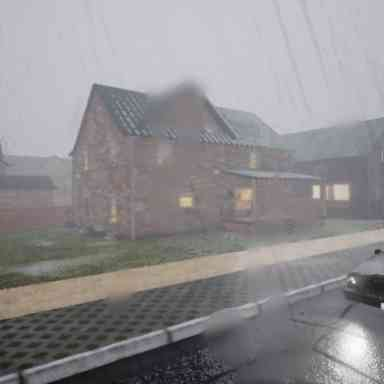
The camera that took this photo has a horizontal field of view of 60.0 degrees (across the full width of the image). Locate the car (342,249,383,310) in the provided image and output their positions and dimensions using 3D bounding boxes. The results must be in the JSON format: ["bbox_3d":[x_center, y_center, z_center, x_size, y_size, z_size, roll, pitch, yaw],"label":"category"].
[{"bbox_3d":[5.399,1.491,7.035,5.357,1.411,2.033,-1,0,-36],"label":"car"}]
